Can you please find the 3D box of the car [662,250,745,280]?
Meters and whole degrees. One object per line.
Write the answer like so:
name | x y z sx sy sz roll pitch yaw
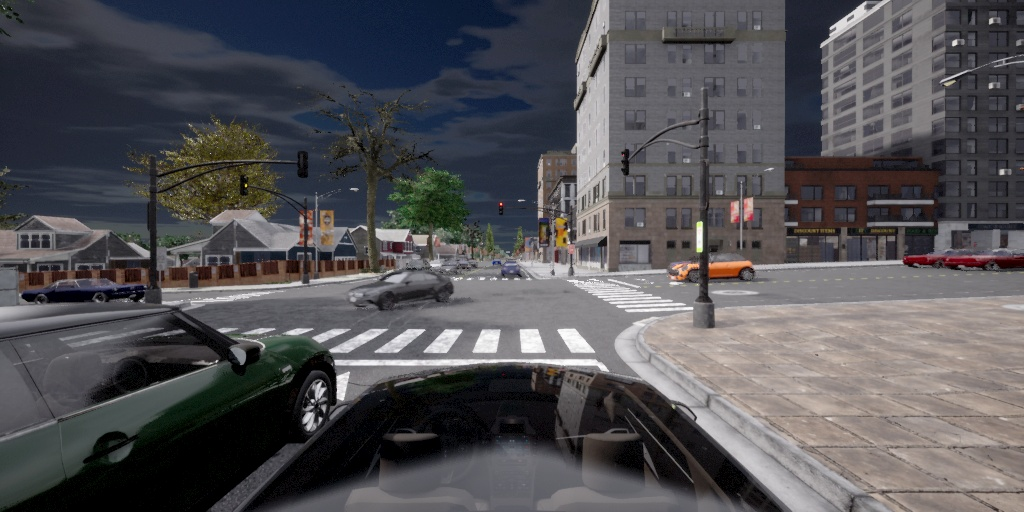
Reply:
car | 13.209 0.598 24.965 4.553 1.767 2.097 -2 0 0

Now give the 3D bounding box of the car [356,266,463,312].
car | -4.417 1.317 14.850 1.812 1.442 4.674 -1 0 35

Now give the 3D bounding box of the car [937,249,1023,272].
car | 29.485 0.241 21.770 4.718 1.301 1.895 -2 0 0

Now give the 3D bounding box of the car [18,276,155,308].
car | -21.627 1.806 18.370 4.718 1.301 1.895 -2 0 0

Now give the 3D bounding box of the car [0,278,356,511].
car | -3.151 1.102 2.482 2.097 1.767 4.553 0 0 0

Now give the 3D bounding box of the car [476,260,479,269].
car | -6.625 1.321 59.612 1.837 1.490 4.892 0 0 0

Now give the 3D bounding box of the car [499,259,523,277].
car | -0.053 1.292 35.802 1.812 1.442 4.674 0 0 -1

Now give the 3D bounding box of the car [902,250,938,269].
car | 30.384 0.197 25.022 4.718 1.301 1.895 -2 0 0

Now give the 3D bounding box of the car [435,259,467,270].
car | -6.618 1.262 39.548 2.128 1.511 4.902 0 0 0

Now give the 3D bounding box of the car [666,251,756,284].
car | 11.958 0.658 21.711 4.553 1.767 2.097 -2 0 0

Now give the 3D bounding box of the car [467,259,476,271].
car | -6.629 1.335 49.266 2.033 1.411 5.357 0 0 0

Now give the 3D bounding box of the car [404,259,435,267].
car | -9.868 1.120 37.471 2.097 1.767 4.553 0 0 0
